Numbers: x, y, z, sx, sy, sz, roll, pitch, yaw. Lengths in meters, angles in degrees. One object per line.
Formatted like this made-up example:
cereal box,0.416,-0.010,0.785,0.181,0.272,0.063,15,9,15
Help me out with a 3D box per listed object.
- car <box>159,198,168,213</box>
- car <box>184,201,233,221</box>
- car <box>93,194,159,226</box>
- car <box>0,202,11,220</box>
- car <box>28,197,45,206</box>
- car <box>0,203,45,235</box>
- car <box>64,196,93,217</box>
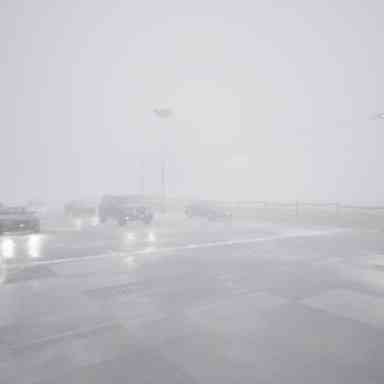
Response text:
car,-4.740,1.211,35.522,2.150,2.045,5.566,0,0,-36
car,1.276,1.482,27.203,2.128,1.511,4.902,0,0,-36
car,-4.841,1.216,23.712,2.150,2.045,5.566,0,0,-36
car,-16.813,1.599,28.314,1.895,1.301,4.718,0,0,-36
car,-22.821,1.519,48.659,1.812,1.442,4.674,0,0,-35
car,-10.001,1.562,18.904,1.994,1.385,4.181,0,0,-36
car,-10.825,1.472,31.982,1.882,1.535,5.008,0,0,-36
